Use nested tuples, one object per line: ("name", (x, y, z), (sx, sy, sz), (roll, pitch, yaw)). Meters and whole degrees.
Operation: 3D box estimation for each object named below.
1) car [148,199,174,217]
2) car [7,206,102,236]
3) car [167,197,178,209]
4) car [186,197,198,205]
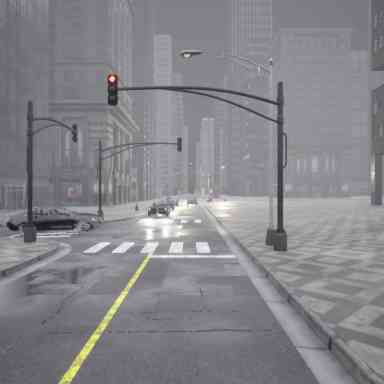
("car", (-3.084, 1.601, 31.957), (1.895, 1.301, 4.718), (0, 0, 0))
("car", (-7.619, 1.570, 18.717), (4.902, 1.511, 2.128), (-1, 0, -12))
("car", (-3.080, 1.603, 41.301), (1.895, 1.301, 4.718), (0, 0, 0))
("car", (0.027, 1.559, 57.595), (2.033, 1.411, 5.357), (0, 0, 0))
